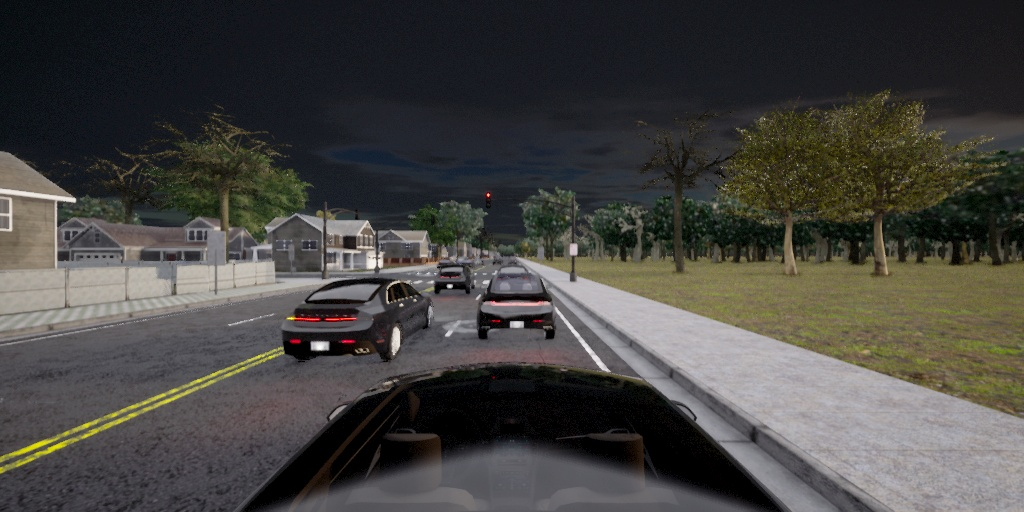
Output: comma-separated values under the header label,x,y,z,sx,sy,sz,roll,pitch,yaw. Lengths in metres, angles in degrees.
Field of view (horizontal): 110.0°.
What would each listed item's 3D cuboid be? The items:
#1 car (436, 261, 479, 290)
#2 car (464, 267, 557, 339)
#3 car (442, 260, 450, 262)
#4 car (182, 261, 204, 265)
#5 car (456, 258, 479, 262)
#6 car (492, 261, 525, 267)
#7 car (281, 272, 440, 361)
label,x,y,z,sx,sy,sz,roll,pitch,yaw
car,-3.114,1.240,20.070,1.837,1.490,4.892,0,0,-1
car,0.110,1.235,9.986,2.128,1.511,4.902,0,0,0
car,-9.770,1.243,52.950,2.033,1.411,5.357,0,0,0
car,-27.835,1.244,31.600,5.008,1.535,1.882,0,0,0
car,-6.520,1.243,52.944,2.033,1.411,5.357,0,0,0
car,0.052,1.214,19.388,1.882,1.535,5.008,0,0,1
car,-3.140,1.248,8.288,1.837,1.490,4.892,0,-1,0
